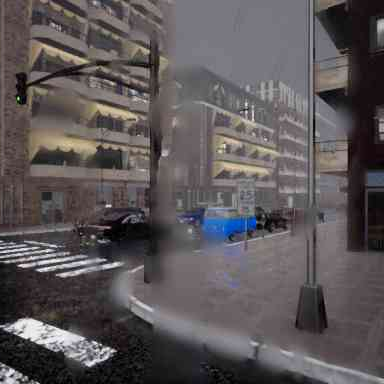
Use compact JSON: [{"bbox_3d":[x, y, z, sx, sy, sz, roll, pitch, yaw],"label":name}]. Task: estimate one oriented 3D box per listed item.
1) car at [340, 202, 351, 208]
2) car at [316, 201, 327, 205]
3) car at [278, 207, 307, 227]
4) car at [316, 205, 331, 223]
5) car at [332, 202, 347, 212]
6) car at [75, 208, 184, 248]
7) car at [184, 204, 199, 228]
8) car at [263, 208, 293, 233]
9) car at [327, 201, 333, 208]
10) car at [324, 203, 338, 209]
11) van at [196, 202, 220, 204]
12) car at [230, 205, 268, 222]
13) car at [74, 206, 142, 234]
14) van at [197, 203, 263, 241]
[{"bbox_3d":[40.132,3.375,86.722,1.752,1.417,4.829,-1,-2,35],"label":"car"},{"bbox_3d":[24.175,2.889,64.287,1.802,1.307,4.206,-1,-2,35],"label":"car"},{"bbox_3d":[8.532,2.158,27.893,1.802,1.307,4.206,-1,-2,35],"label":"car"},{"bbox_3d":[11.743,2.233,32.409,2.008,1.369,4.403,-1,-2,35],"label":"car"},{"bbox_3d":[25.948,2.723,56.769,1.837,1.490,4.892,0,-1,36],"label":"car"},{"bbox_3d":[-2.844,1.754,16.287,2.128,1.511,4.902,0,-1,35],"label":"car"},{"bbox_3d":[0.610,1.985,26.659,1.812,1.442,4.674,0,-1,36],"label":"car"},{"bbox_3d":[5.322,2.035,23.380,1.947,1.339,4.313,-1,-2,35],"label":"car"},{"bbox_3d":[27.385,2.728,68.807,2.192,1.841,5.009,-1,-2,35],"label":"car"},{"bbox_3d":[30.597,3.064,73.315,1.887,1.381,4.507,-1,-2,35],"label":"car"},{"bbox_3d":[1.699,1.903,32.695,1.690,1.788,3.998,-1,-2,35],"label":"van"},{"bbox_3d":[5.933,2.140,34.136,1.837,1.490,4.892,0,-1,35],"label":"car"},{"bbox_3d":[-4.530,1.639,19.396,2.097,1.767,4.553,0,-1,35],"label":"car"},{"bbox_3d":[2.248,1.704,18.773,1.690,1.788,3.998,-1,-2,35],"label":"van"}]
